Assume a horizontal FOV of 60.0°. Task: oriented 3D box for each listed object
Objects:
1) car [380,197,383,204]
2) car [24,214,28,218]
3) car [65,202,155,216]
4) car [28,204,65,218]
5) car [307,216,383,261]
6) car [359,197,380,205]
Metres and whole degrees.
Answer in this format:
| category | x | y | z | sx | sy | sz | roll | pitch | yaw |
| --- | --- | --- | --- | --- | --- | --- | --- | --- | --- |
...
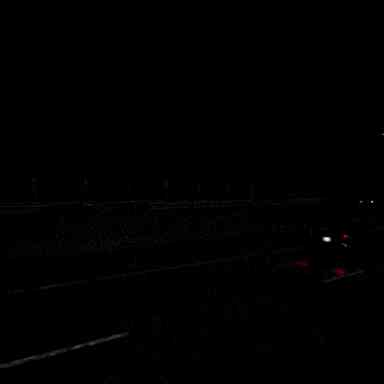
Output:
| category | x | y | z | sx | sy | sz | roll | pitch | yaw |
| --- | --- | --- | --- | --- | --- | --- | --- | --- | --- |
| car | 28.126 | 1.629 | 45.532 | 4.674 | 1.442 | 1.812 | 1 | -1 | -35 |
| car | -8.867 | 1.556 | 23.467 | 5.357 | 1.411 | 2.033 | 0 | 0 | -36 |
| car | -4.184 | 1.363 | 18.208 | 4.553 | 1.767 | 2.097 | 0 | 0 | -35 |
| car | -7.164 | 1.609 | 20.382 | 4.718 | 1.301 | 1.895 | 0 | 0 | -36 |
| car | 6.223 | 1.583 | 12.490 | 4.181 | 1.385 | 1.994 | 0 | 0 | -36 |
| car | 26.519 | 1.459 | 48.681 | 4.553 | 1.767 | 2.097 | 1 | 0 | -35 |
